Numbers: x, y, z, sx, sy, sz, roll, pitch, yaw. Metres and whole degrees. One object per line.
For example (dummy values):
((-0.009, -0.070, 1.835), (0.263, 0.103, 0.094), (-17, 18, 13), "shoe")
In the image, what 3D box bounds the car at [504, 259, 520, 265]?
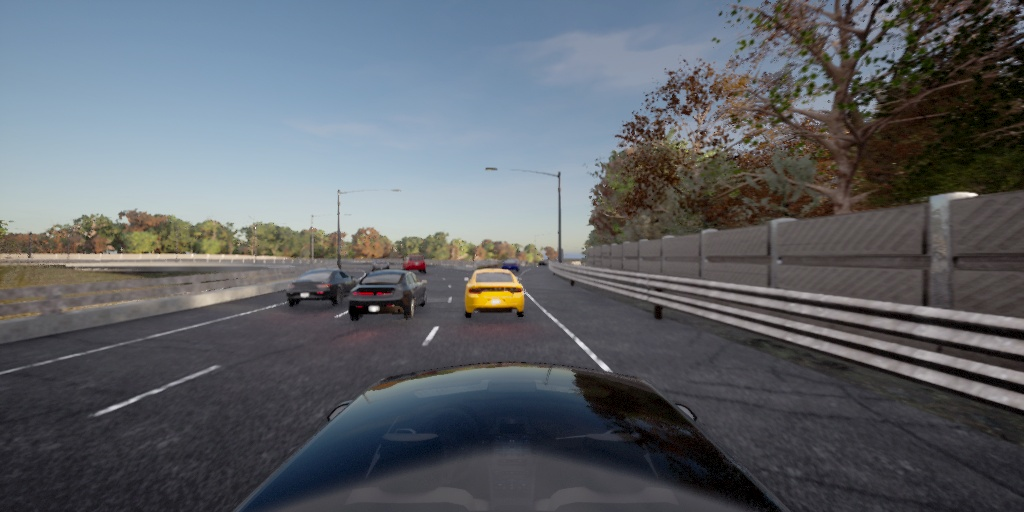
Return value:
((-0.047, 1.156, 43.881), (1.882, 1.535, 5.008), (0, 0, 5), "car")

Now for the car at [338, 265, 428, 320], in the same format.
((-4.187, 1.256, 12.660), (1.837, 1.490, 4.892), (0, 0, -6), "car")

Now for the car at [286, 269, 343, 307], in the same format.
((-8.076, 1.290, 15.701), (1.812, 1.442, 4.674), (0, 0, -8), "car")

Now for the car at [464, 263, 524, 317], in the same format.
((-0.728, 1.212, 13.144), (1.882, 1.535, 5.008), (0, 0, -6), "car")

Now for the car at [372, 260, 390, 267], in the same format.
((-15.935, 1.246, 43.499), (2.128, 1.511, 4.902), (0, 0, -23), "car")

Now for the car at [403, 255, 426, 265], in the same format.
((-11.337, 0.958, 41.535), (2.150, 2.045, 5.566), (0, 0, -21), "car")
